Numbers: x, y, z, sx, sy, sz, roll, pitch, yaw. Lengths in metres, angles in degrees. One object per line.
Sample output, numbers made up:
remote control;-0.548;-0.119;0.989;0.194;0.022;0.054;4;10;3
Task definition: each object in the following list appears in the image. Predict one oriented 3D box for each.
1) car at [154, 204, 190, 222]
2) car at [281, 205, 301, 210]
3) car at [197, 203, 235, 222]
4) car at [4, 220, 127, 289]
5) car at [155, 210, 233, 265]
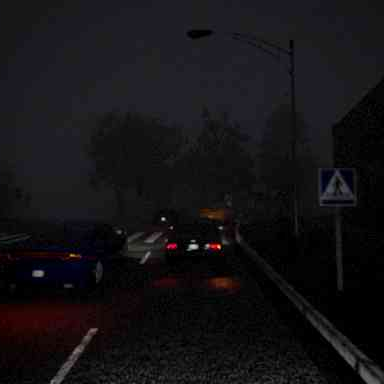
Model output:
car;-1.401;1.680;25.289;1.837;1.490;4.892;-1;-2;14
car;23.379;3.804;78.413;1.837;1.490;4.892;4;-6;-38
car;2.016;1.605;25.260;1.882;1.535;5.008;-1;-2;16
car;-3.137;1.528;9.325;1.882;1.535;5.008;0;0;1
car;0.145;1.607;11.904;2.033;1.411;5.357;0;0;2
